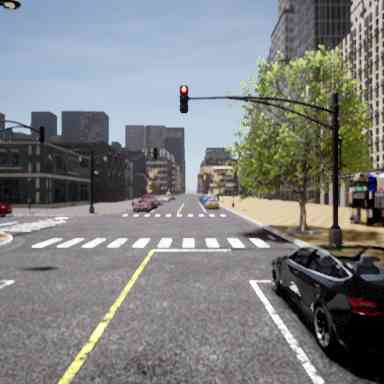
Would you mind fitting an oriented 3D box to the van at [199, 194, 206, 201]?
[{"bbox_3d":[2.669,1.300,82.822,1.690,1.788,3.998,0,0,0],"label":"van"}]

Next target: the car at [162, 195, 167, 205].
[{"bbox_3d":[-5.705,1.523,55.062,2.008,1.369,4.403,0,0,0],"label":"car"}]

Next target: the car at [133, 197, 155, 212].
[{"bbox_3d":[-5.699,1.562,38.409,1.802,1.307,4.206,0,0,0],"label":"car"}]

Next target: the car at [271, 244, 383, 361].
[{"bbox_3d":[2.692,1.563,5.936,1.947,1.339,4.313,0,0,0],"label":"car"}]

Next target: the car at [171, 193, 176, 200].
[{"bbox_3d":[-5.714,1.510,82.817,2.008,1.369,4.403,0,0,0],"label":"car"}]

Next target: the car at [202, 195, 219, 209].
[{"bbox_3d":[2.679,1.502,44.135,1.752,1.417,4.829,0,0,0],"label":"car"}]

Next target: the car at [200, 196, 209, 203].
[{"bbox_3d":[2.671,1.530,71.720,1.947,1.339,4.313,0,0,0],"label":"car"}]

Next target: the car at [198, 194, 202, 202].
[{"bbox_3d":[2.674,1.520,60.618,2.008,1.369,4.403,0,0,0],"label":"car"}]

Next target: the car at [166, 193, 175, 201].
[{"bbox_3d":[-5.714,1.272,88.368,2.192,1.841,5.009,0,0,0],"label":"car"}]

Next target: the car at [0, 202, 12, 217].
[{"bbox_3d":[-17.278,1.355,27.408,4.507,1.381,1.887,1,-1,-1],"label":"car"}]

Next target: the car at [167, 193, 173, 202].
[{"bbox_3d":[-5.710,1.490,71.545,1.752,1.417,4.829,0,0,0],"label":"car"}]

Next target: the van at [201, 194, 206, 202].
[{"bbox_3d":[2.679,1.316,49.516,1.690,1.788,3.998,0,0,0],"label":"van"}]

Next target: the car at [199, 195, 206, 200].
[{"bbox_3d":[2.666,1.482,88.543,1.752,1.417,4.829,0,0,0],"label":"car"}]

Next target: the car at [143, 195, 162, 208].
[{"bbox_3d":[-5.700,1.292,43.960,2.192,1.841,5.009,0,0,0],"label":"car"}]
